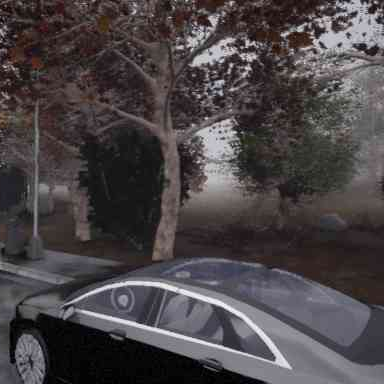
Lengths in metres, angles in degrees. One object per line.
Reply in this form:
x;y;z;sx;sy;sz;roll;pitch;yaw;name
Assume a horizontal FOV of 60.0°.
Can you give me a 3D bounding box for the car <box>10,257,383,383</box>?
-0.117;1.511;3.648;4.902;1.511;2.128;-1;0;36;car
